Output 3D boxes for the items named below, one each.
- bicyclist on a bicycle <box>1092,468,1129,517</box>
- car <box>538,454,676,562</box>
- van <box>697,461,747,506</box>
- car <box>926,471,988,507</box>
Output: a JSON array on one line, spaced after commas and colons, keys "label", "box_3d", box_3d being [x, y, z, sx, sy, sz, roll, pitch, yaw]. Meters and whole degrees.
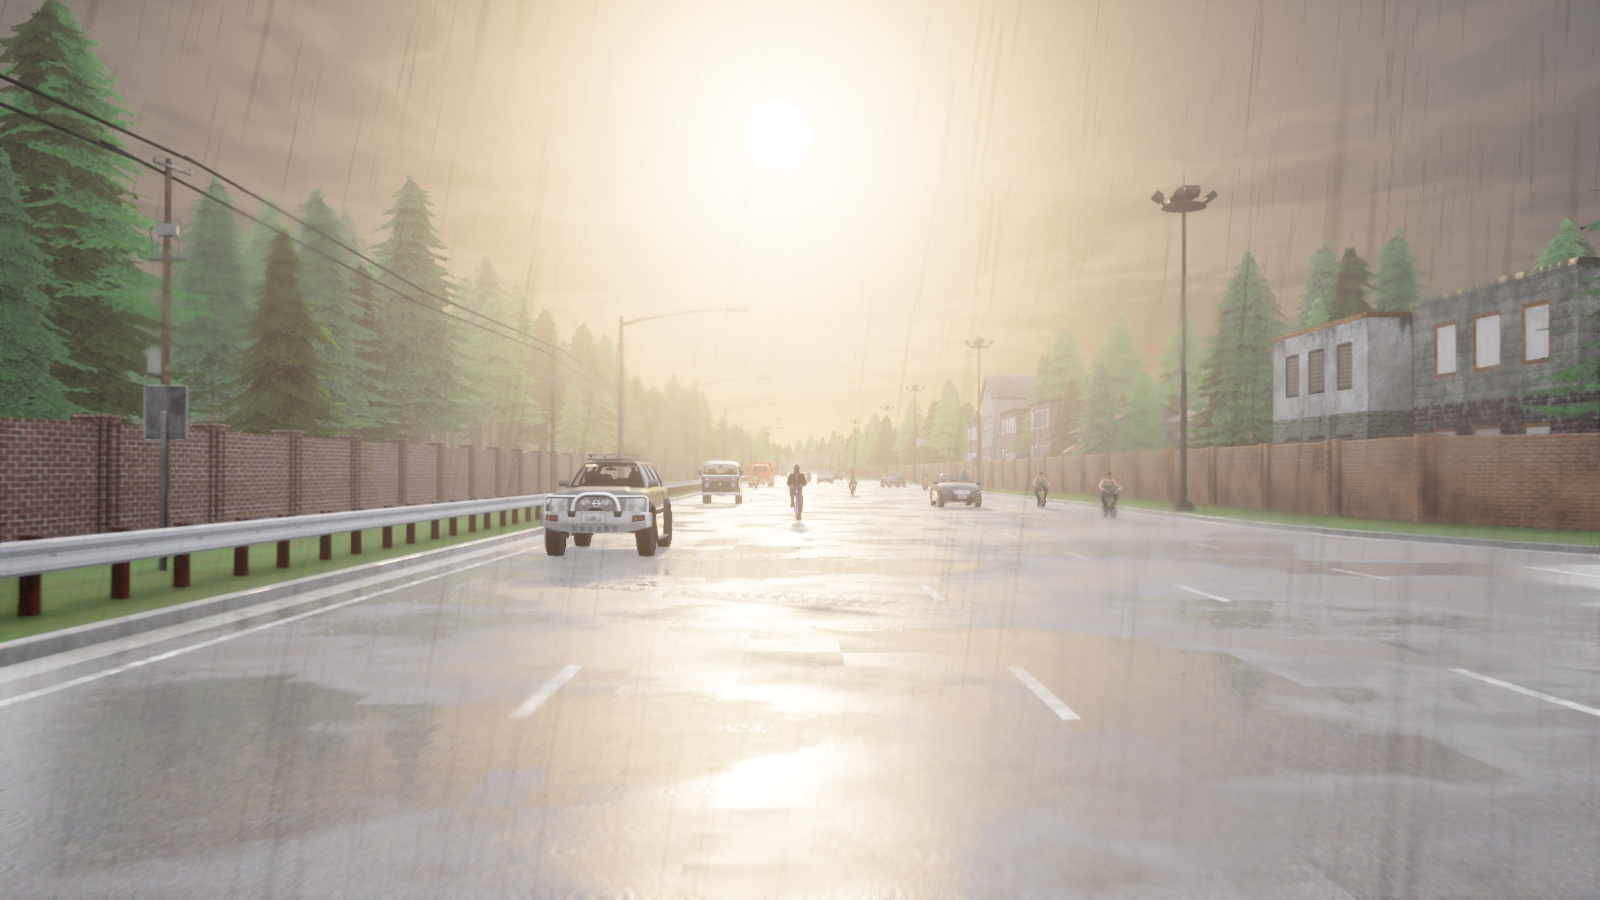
[{"label": "bicyclist on a bicycle", "box_3d": [10.402, 1.414, 42.093, 0.866, 1.612, 1.509, 0, -1, 0]}, {"label": "car", "box_3d": [-3.560, 1.047, 24.000, 1.932, 1.855, 4.605, 0, -1, 0]}, {"label": "van", "box_3d": [-3.647, 1.549, 59.537, 2.069, 2.038, 4.480, 0, -1, 0]}, {"label": "car", "box_3d": [6.863, 1.672, 55.449, 2.128, 1.511, 4.902, 0, -1, 0]}]
